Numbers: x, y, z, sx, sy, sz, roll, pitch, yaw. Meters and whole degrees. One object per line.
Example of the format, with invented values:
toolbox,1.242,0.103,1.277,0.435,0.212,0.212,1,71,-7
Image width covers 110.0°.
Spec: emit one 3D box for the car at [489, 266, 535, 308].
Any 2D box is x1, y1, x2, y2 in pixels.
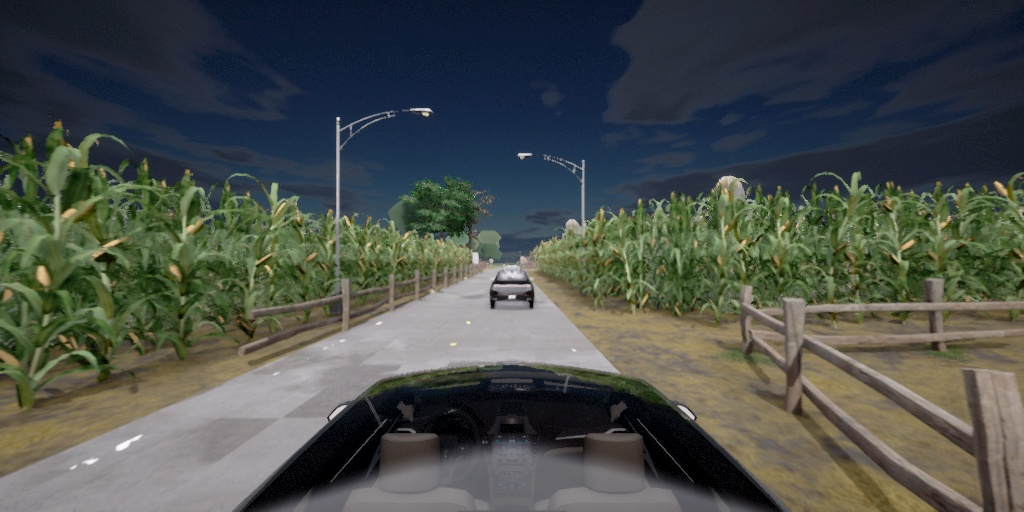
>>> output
car,0.007,1.380,16.160,2.128,1.511,4.902,0,0,0
